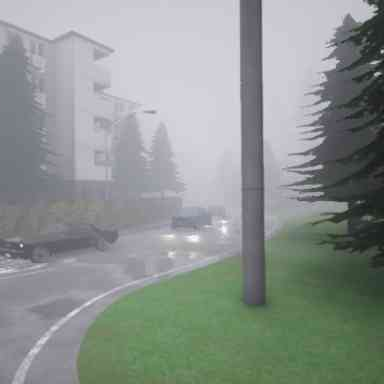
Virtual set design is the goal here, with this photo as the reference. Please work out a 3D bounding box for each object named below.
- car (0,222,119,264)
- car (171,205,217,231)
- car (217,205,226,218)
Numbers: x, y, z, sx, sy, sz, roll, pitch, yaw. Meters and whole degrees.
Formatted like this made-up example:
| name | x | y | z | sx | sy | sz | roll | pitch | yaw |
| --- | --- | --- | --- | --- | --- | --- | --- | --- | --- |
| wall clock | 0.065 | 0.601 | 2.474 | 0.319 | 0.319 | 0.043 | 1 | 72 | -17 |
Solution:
| name | x | y | z | sx | sy | sz | roll | pitch | yaw |
| --- | --- | --- | --- | --- | --- | --- | --- | --- | --- |
| car | -5.298 | 1.930 | 13.587 | 1.895 | 1.301 | 4.718 | -1 | 0 | 32 |
| car | 0.059 | 1.829 | 24.112 | 1.882 | 1.535 | 5.008 | -1 | -1 | 19 |
| car | 2.518 | 2.005 | 34.739 | 1.895 | 1.301 | 4.718 | -1 | 0 | 5 |
